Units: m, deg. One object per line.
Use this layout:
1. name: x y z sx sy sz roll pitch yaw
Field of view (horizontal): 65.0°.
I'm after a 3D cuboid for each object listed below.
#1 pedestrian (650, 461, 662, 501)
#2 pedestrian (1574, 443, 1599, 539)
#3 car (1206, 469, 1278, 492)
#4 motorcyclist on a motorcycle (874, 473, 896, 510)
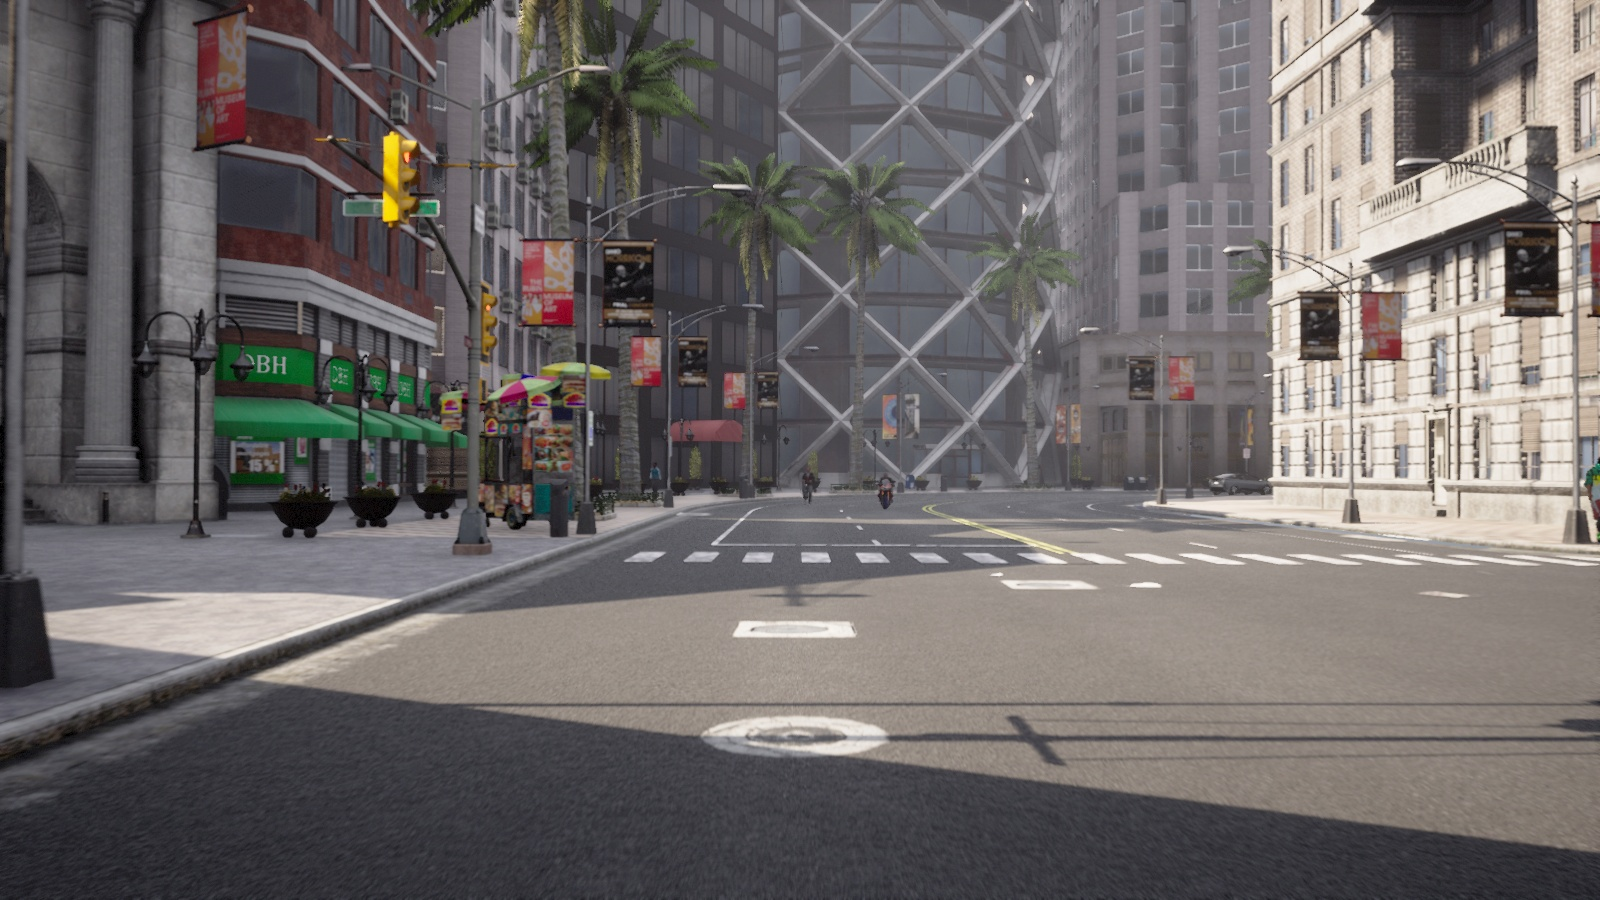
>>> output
1. pedestrian: -7.087 1.532 61.656 0.396 1.930 0.692 0 -1 11
2. pedestrian: 16.611 0.840 26.009 0.659 1.952 0.873 0 -1 7
3. car: 30.337 2.084 86.232 4.514 1.525 2.007 0 -1 -24
4. motorcyclist on a motorcycle: 3.554 1.708 52.121 0.866 1.530 2.191 0 -1 5
